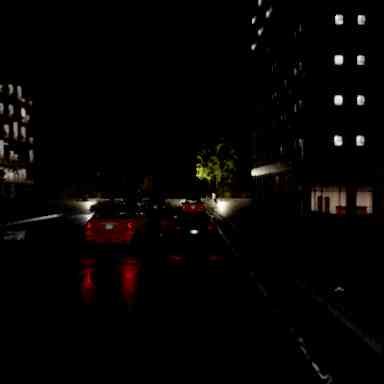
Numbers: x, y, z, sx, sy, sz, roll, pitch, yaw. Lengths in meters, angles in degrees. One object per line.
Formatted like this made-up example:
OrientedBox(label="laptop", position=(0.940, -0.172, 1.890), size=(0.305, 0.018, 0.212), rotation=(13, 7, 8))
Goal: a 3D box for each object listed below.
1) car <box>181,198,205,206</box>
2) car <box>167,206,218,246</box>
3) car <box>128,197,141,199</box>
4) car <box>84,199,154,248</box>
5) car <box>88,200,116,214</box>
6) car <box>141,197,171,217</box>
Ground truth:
OrientedBox(label="car", position=(0.094, 1.348, 30.915), size=(2.097, 1.767, 4.553), rotation=(0, 0, 0))
OrientedBox(label="car", position=(0.092, 1.563, 15.303), size=(1.994, 1.385, 4.181), rotation=(0, 0, 0))
OrientedBox(label="car", position=(-6.593, 1.344, 37.835), size=(2.097, 1.767, 4.553), rotation=(0, 0, 0))
OrientedBox(label="car", position=(-3.159, 1.351, 14.821), size=(2.097, 1.767, 4.553), rotation=(0, 0, 0))
OrientedBox(label="car", position=(-9.846, 1.593, 36.740), size=(1.895, 1.301, 4.718), rotation=(0, 0, 0))
OrientedBox(label="car", position=(-3.156, 1.348, 30.901), size=(2.097, 1.767, 4.553), rotation=(0, 0, 0))
